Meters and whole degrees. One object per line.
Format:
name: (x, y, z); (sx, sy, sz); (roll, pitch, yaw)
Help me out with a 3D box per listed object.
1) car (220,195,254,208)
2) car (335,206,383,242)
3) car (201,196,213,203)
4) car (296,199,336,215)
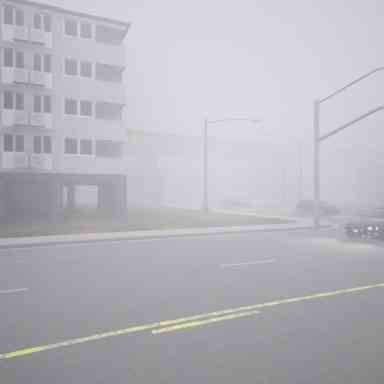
car: (6.043, 1.547, 47.178); (2.033, 1.411, 5.357); (0, 0, -26)
car: (9.544, 1.505, 16.075); (4.892, 1.490, 1.837); (0, 1, -27)
car: (3.030, 1.493, 66.809); (2.128, 1.511, 4.902); (0, 0, 14)
car: (12.631, 1.500, 33.513); (1.837, 1.490, 4.892); (0, 1, -25)
